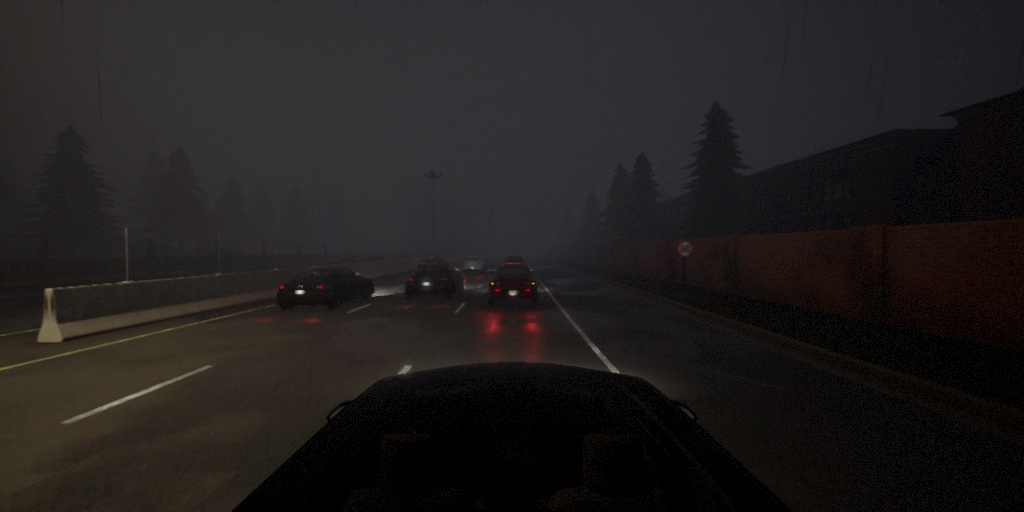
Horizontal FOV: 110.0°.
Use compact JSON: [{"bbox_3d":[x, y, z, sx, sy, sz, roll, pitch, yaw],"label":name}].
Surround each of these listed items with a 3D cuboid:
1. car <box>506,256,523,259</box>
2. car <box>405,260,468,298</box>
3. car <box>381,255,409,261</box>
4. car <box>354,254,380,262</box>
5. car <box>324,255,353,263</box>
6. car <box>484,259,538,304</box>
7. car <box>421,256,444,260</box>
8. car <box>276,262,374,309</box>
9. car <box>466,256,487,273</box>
[{"bbox_3d":[0.219,0.709,31.247,1.837,1.490,4.892,0,1,1],"label":"car"},{"bbox_3d":[-3.424,1.057,16.425,1.994,1.385,4.181,0,1,1],"label":"car"},{"bbox_3d":[-13.827,0.576,43.960,2.033,1.411,5.357,0,1,1],"label":"car"},{"bbox_3d":[-17.314,0.537,44.543,1.837,1.490,4.892,0,1,1],"label":"car"},{"bbox_3d":[-20.828,0.608,43.758,2.033,1.411,5.357,0,1,1],"label":"car"},{"bbox_3d":[0.055,1.039,14.520,1.812,1.442,4.674,0,1,1],"label":"car"},{"bbox_3d":[-6.786,0.730,30.997,2.128,1.511,4.902,0,1,1],"label":"car"},{"bbox_3d":[-6.950,1.120,13.789,1.994,1.385,4.181,0,1,1],"label":"car"},{"bbox_3d":[-3.279,0.731,31.980,1.812,1.442,4.674,0,1,1],"label":"car"}]
